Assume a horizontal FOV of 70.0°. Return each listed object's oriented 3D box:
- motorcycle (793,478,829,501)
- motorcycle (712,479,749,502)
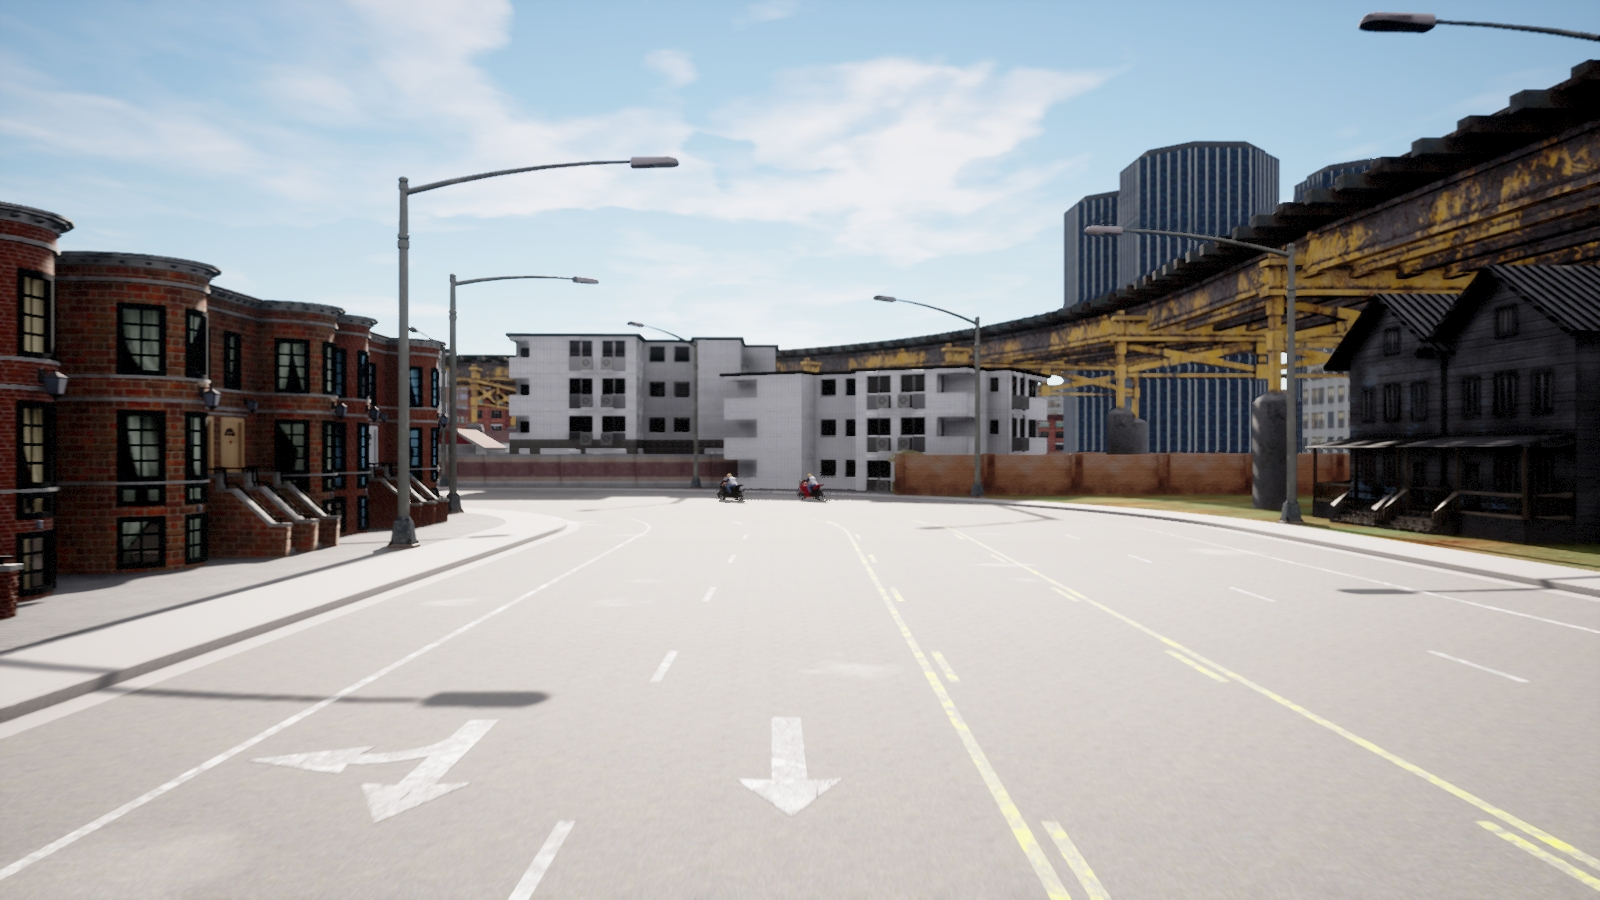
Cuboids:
[{"bbox_3d":[0.602,2.179,63.129,0.803,1.224,2.033,-1,1,-43],"label":"motorcycle"},{"bbox_3d":[-3.804,2.218,62.578,2.033,1.145,0.803,0,1,43],"label":"motorcycle"}]
